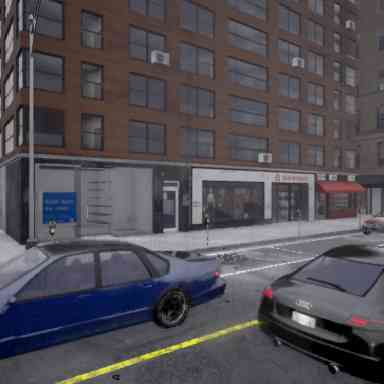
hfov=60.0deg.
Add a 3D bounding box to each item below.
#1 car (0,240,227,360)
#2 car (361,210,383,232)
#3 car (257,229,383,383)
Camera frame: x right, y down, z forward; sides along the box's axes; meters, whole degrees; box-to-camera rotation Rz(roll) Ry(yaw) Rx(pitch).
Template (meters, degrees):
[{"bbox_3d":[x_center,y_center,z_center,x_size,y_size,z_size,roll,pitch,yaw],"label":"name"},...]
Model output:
[{"bbox_3d":[-1.910,1.547,5.417,5.357,1.411,2.033,0,0,-35],"label":"car"},{"bbox_3d":[10.616,1.582,17.470,4.206,1.307,1.802,0,0,-35],"label":"car"},{"bbox_3d":[3.021,1.563,5.311,4.181,1.385,1.994,0,0,-36],"label":"car"}]
